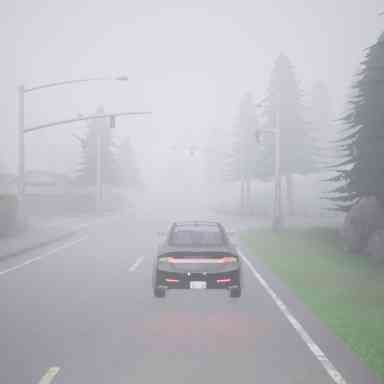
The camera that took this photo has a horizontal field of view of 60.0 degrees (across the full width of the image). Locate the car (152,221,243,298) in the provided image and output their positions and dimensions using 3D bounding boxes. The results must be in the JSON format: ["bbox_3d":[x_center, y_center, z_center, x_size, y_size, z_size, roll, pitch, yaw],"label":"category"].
[{"bbox_3d":[0.118,1.491,8.517,2.128,1.511,4.902,0,0,0],"label":"car"}]
